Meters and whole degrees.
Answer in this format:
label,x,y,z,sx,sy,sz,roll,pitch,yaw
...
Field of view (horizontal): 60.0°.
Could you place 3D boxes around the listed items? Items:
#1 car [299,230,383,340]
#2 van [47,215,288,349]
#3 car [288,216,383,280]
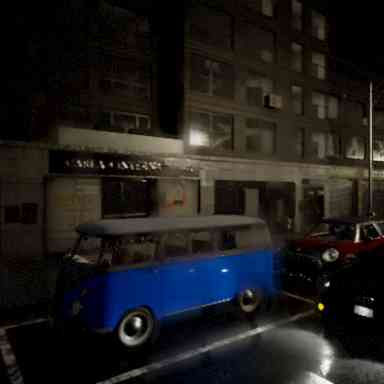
label,x,y,z,sx,sy,sz,roll,pitch,yaw
car,4.151,1.569,6.010,4.181,1.385,1.994,0,0,-35
van,-0.310,1.344,5.967,3.998,1.788,1.690,0,0,-35
car,4.097,1.446,9.110,4.097,1.590,1.967,0,0,-35
